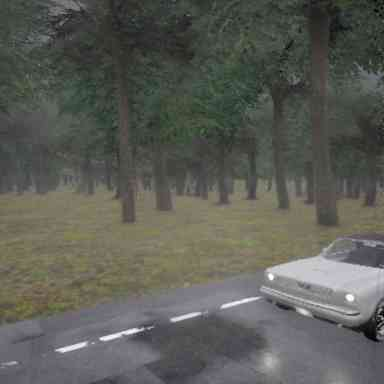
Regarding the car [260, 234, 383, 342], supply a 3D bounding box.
[{"bbox_3d":[3.555,1.567,6.534,4.718,1.301,1.895,0,0,-36],"label":"car"}]
